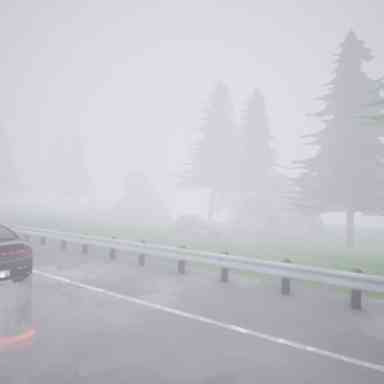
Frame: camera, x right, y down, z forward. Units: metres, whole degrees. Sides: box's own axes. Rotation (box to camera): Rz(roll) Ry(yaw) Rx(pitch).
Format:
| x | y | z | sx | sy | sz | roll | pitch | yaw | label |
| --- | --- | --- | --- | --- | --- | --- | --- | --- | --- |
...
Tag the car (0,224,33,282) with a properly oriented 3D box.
| x | y | z | sx | sy | sz | roll | pitch | yaw | label |
| --- | --- | --- | --- | --- | --- | --- | --- | --- | --- |
| -5.969 | 1.514 | 8.610 | 4.892 | 1.490 | 1.837 | 0 | 0 | 38 | car |
